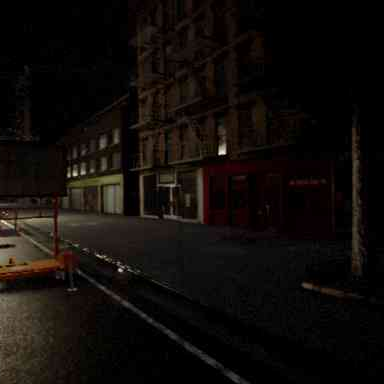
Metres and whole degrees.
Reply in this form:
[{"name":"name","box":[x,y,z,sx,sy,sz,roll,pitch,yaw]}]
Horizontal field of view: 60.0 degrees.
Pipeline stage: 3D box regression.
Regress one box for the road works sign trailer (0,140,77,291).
[{"name":"road works sign trailer","box":[-4.411,0.531,8.328,2.380,3.560,2.880,-1,0,-34]}]
